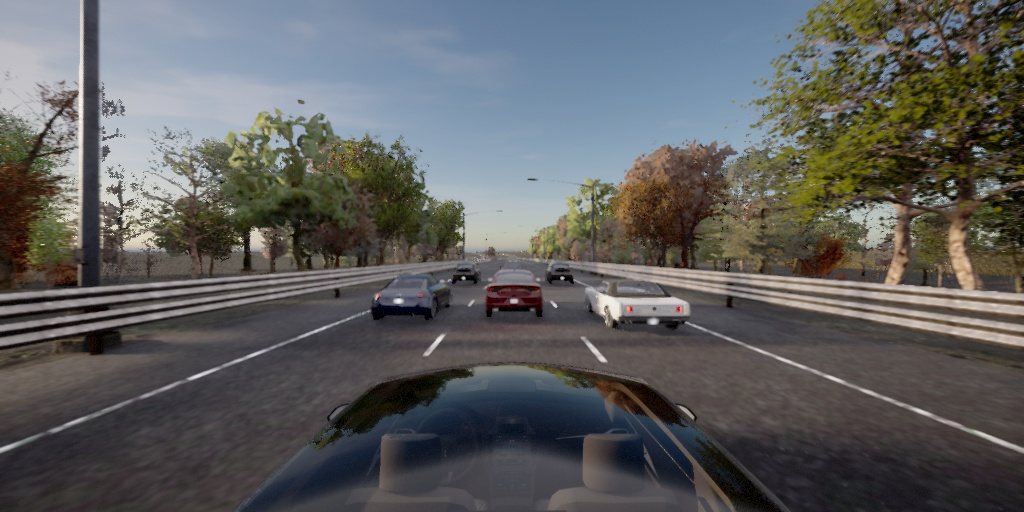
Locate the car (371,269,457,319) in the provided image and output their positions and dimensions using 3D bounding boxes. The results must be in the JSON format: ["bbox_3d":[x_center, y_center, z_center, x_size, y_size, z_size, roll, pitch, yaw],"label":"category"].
[{"bbox_3d":[-3.421,1.335,12.876,1.994,1.385,4.181,0,0,0],"label":"car"}]

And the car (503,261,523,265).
[{"bbox_3d":[0.080,1.153,27.361,2.097,1.767,4.553,0,0,0],"label":"car"}]

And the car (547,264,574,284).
[{"bbox_3d":[3.585,1.309,27.750,1.837,1.490,4.892,0,0,0],"label":"car"}]

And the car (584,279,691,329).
[{"bbox_3d":[3.569,1.369,11.236,1.895,1.301,4.718,0,0,0],"label":"car"}]

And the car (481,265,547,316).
[{"bbox_3d":[0.081,1.250,13.489,1.882,1.535,5.008,0,-1,0],"label":"car"}]

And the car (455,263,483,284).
[{"bbox_3d":[-3.416,1.309,27.763,1.837,1.490,4.892,0,0,0],"label":"car"}]
